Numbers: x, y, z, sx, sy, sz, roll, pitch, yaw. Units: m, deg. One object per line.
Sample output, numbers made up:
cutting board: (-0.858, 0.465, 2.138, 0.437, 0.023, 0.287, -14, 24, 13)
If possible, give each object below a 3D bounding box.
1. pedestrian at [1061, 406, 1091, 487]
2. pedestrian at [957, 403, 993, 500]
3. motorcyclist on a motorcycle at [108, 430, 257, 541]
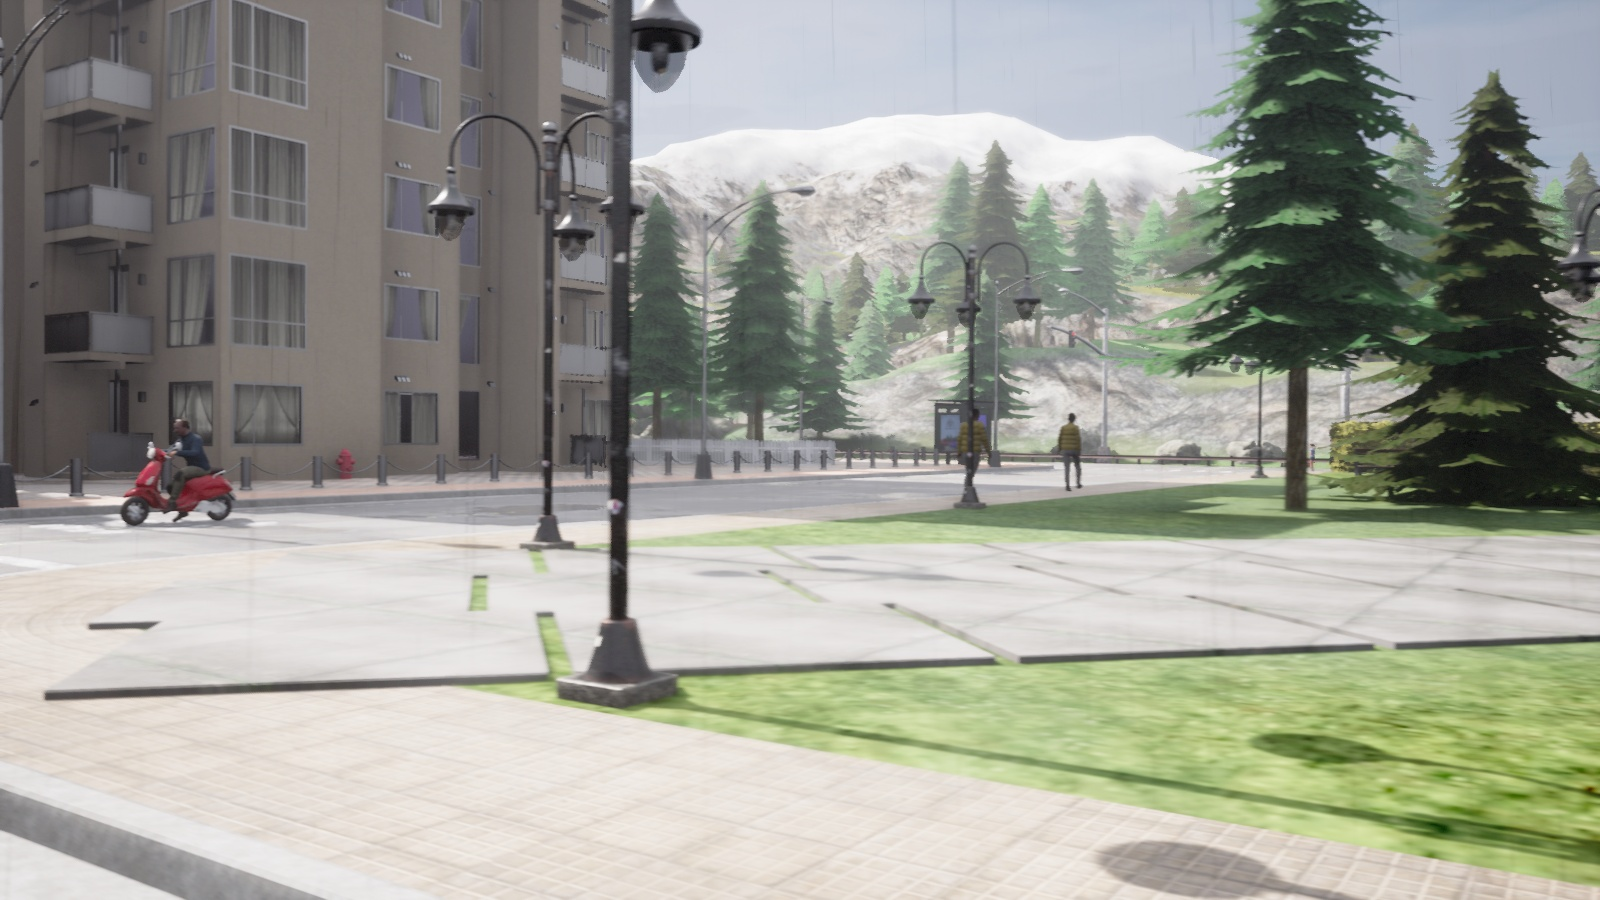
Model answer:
pedestrian: (6.371, -0.077, 29.009, 0.431, 1.840, 0.709, 0, 1, 34)
pedestrian: (3.373, 0.016, 24.204, 0.431, 1.840, 0.709, 0, 1, 32)
motorcyclist on a motorcycle: (-9.354, 0.494, 19.075, 0.866, 1.590, 1.817, 0, 1, 34)
